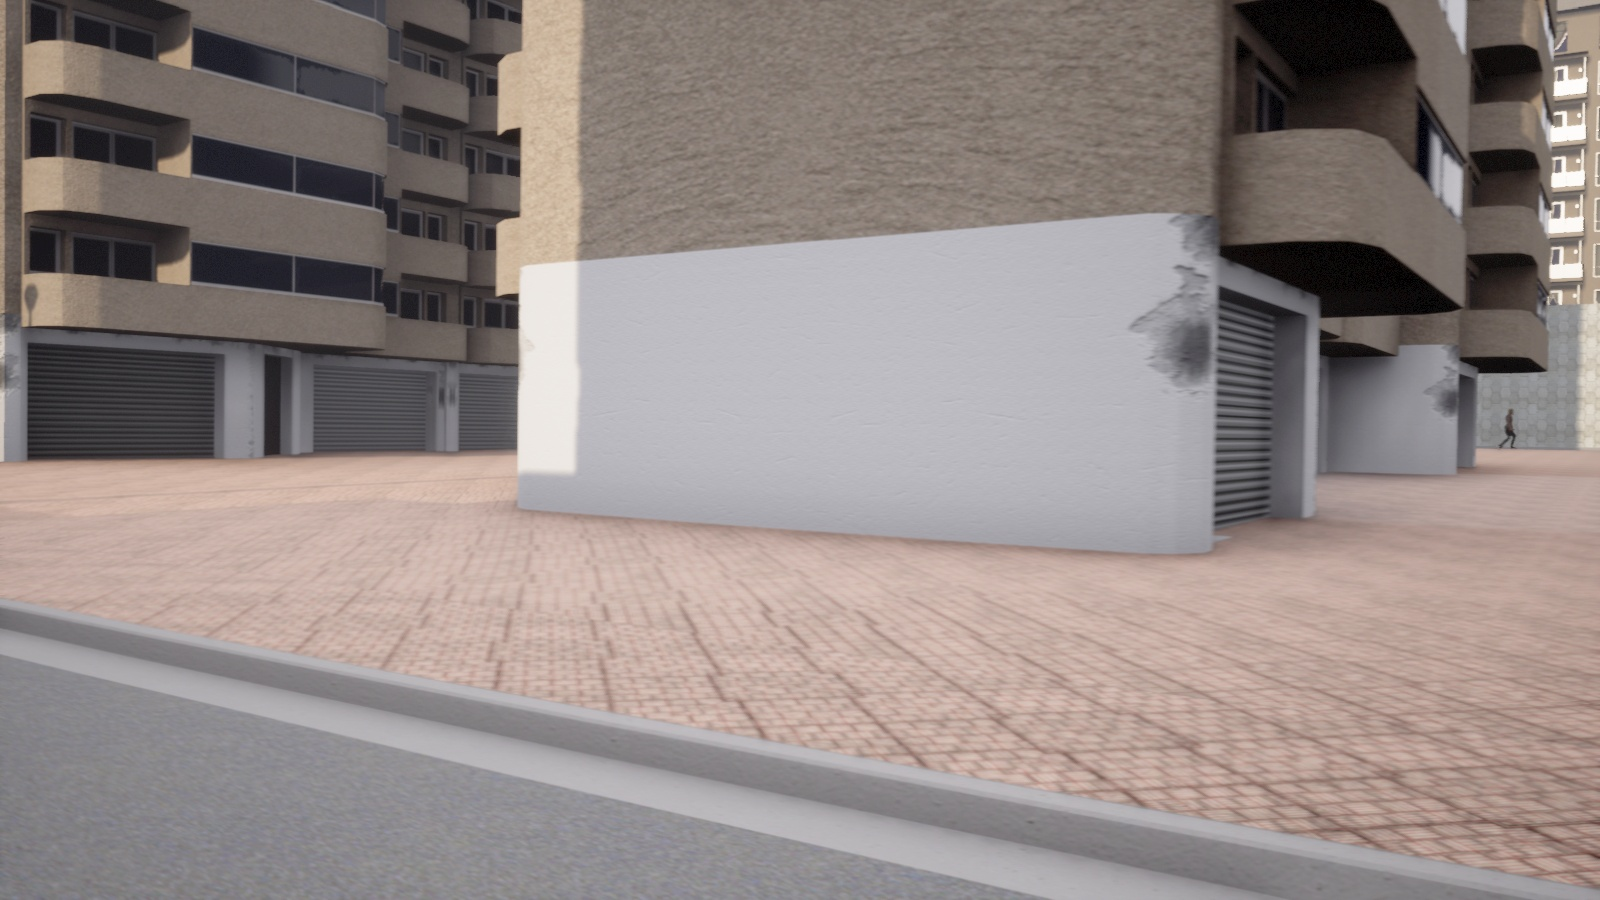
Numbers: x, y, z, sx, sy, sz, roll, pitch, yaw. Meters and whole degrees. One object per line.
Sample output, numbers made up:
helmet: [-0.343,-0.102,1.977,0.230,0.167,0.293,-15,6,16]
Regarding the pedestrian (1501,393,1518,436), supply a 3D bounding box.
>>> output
pedestrian: [30.693,-1.514,54.337,0.634,1.846,0.331,0,1,32]
